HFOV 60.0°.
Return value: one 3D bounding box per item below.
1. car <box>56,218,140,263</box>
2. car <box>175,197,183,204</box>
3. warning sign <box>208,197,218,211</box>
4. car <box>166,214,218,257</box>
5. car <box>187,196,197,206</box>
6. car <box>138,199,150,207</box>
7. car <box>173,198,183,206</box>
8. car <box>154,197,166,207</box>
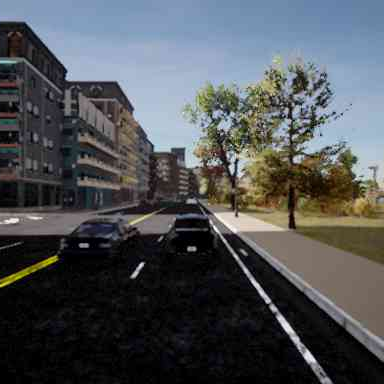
[{"bbox_3d":[-3.247,1.682,12.524,2.033,1.411,5.357,0,-1,0],"label":"car"},{"bbox_3d":[-3.297,2.198,85.359,2.097,1.767,4.553,0,-1,0],"label":"car"},{"bbox_3d":[2.816,1.601,45.330,1.300,1.860,1.060,-1,-1,0],"label":"warning sign"},{"bbox_3d":[0.016,1.652,13.499,1.837,1.490,4.892,0,0,1],"label":"car"},{"bbox_3d":[-0.041,2.028,75.000,2.150,2.045,5.566,0,-1,0],"label":"car"},{"bbox_3d":[-9.788,2.234,68.300,1.837,1.490,4.892,0,-1,0],"label":"car"},{"bbox_3d":[-3.291,2.404,75.410,1.895,1.301,4.718,0,-1,0],"label":"car"},{"bbox_3d":[-6.539,1.958,68.315,2.150,2.045,5.566,0,-1,0],"label":"car"}]
